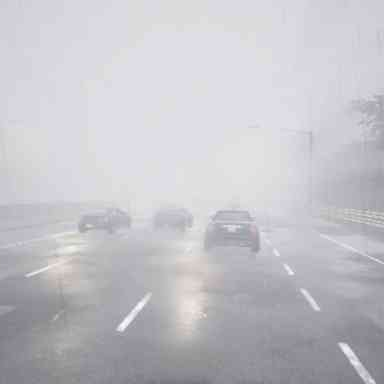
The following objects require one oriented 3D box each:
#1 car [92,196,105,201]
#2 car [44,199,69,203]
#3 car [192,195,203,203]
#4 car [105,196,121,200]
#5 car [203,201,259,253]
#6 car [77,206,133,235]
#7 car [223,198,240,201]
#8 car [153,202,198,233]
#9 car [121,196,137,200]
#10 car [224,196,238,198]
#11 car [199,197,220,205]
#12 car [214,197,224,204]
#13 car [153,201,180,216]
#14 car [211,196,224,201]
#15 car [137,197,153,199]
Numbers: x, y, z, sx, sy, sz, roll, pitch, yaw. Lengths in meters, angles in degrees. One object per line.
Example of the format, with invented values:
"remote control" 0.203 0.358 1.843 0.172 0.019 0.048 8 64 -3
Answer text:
"car" -19.509 1.462 70.517 1.895 1.301 4.718 1 0 7
"car" -13.534 1.396 33.184 1.812 1.442 4.674 1 0 7
"car" 1.385 1.680 68.348 2.150 2.045 5.566 1 0 7
"car" -16.031 1.505 70.120 1.994 1.385 4.181 1 0 7
"car" 1.788 1.475 14.764 2.097 1.767 4.553 1 0 7
"car" -4.776 1.506 18.683 1.812 1.442 4.674 1 0 7
"car" 5.140 1.844 41.594 1.882 1.535 5.008 1 0 7
"car" -1.053 1.573 20.230 2.128 1.511 4.902 1 0 7
"car" -12.558 1.562 69.693 2.128 1.511 4.902 1 0 7
"car" 7.107 1.746 57.523 2.150 2.045 5.566 1 0 7
"car" 2.769 1.916 50.960 2.033 1.411 5.357 1 0 7
"car" 6.913 2.074 84.694 2.097 1.767 4.553 1 0 7
"car" -2.661 1.732 35.558 1.895 1.301 4.718 1 0 7
"car" 4.964 2.030 68.831 1.882 1.535 5.008 1 0 7
"car" -9.086 1.662 69.265 2.033 1.411 5.357 1 0 7
